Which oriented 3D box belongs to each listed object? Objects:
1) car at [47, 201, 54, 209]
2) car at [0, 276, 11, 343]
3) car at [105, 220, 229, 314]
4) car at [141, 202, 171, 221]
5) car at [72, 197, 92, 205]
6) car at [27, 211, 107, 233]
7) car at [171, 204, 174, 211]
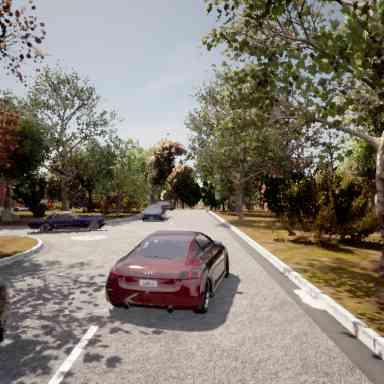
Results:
[{"bbox_3d":[-26.774,2.478,63.147,4.553,1.767,2.097,0,-2,7],"label":"car"},{"bbox_3d":[-3.353,1.494,2.498,2.128,1.511,4.902,0,0,0],"label":"car"},{"bbox_3d":[-0.306,1.588,7.817,1.994,1.385,4.181,0,0,13],"label":"car"},{"bbox_3d":[-3.369,1.864,30.347,2.033,1.411,5.357,0,-1,0],"label":"car"},{"bbox_3d":[-18.848,1.944,59.502,5.566,2.045,2.150,0,-2,-3],"label":"car"},{"bbox_3d":[-8.024,1.922,21.763,4.718,1.301,1.895,0,-2,-16],"label":"car"},{"bbox_3d":[-4.343,2.270,52.296,2.128,1.511,4.902,1,-2,-25],"label":"car"}]
